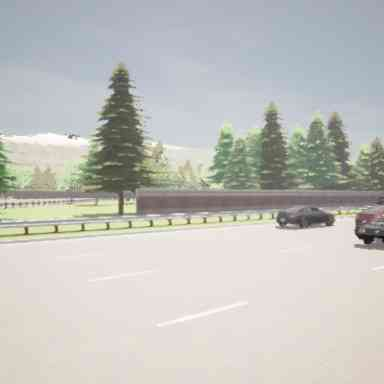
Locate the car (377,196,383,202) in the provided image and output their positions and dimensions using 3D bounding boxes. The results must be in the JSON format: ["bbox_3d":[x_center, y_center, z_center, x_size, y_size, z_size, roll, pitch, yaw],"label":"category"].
[{"bbox_3d":[18.820,1.343,30.129,5.566,2.045,2.150,0,0,-35],"label":"car"}]

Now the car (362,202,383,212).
[{"bbox_3d":[12.132,1.606,20.987,4.674,1.442,1.812,0,0,-35],"label":"car"}]

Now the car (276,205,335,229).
[{"bbox_3d":[7.579,1.596,22.161,4.674,1.442,1.812,0,0,-35],"label":"car"}]

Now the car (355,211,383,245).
[{"bbox_3d":[9.277,1.659,14.655,4.718,1.301,1.895,0,0,-35],"label":"car"}]
